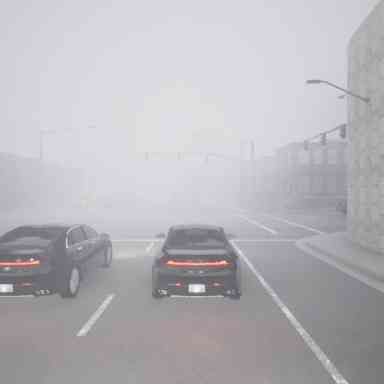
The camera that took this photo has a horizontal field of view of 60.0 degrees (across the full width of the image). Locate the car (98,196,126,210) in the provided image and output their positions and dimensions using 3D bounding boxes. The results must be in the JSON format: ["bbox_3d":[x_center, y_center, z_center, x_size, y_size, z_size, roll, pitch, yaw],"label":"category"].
[{"bbox_3d":[-10.504,1.547,43.602,2.033,1.411,5.357,0,0,-2],"label":"car"}]

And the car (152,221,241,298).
[{"bbox_3d":[0.104,1.505,8.467,1.837,1.490,4.892,0,0,0],"label":"car"}]

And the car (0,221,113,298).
[{"bbox_3d":[-3.396,1.505,8.483,1.837,1.490,4.892,0,0,0],"label":"car"}]

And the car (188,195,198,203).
[{"bbox_3d":[0.206,1.352,68.179,2.097,1.767,4.553,0,0,0],"label":"car"}]

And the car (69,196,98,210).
[{"bbox_3d":[-13.983,1.352,42.437,2.097,1.767,4.553,0,0,1],"label":"car"}]

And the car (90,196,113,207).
[{"bbox_3d":[-13.937,1.491,51.602,2.128,1.511,4.902,0,0,0],"label":"car"}]

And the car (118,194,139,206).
[{"bbox_3d":[-10.431,1.547,54.083,2.033,1.411,5.357,0,0,0],"label":"car"}]

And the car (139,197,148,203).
[{"bbox_3d":[-10.293,1.601,68.738,1.895,1.301,4.718,0,0,0],"label":"car"}]

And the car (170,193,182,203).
[{"bbox_3d":[-3.294,1.221,68.245,2.150,2.045,5.566,0,0,0],"label":"car"}]

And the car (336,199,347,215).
[{"bbox_3d":[14.904,0.764,27.510,5.566,2.045,2.150,-5,0,0],"label":"car"}]
